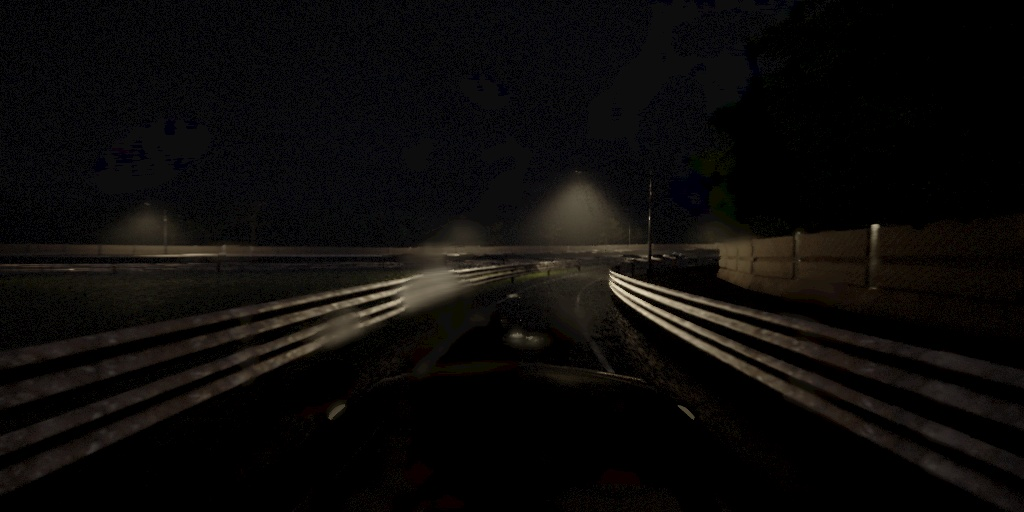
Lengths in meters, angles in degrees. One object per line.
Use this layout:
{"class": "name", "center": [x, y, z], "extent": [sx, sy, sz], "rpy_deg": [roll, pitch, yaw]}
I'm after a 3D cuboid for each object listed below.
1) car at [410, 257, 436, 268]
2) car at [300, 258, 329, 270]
{"class": "car", "center": [-15.785, 1.022, 63.383], "extent": [4.553, 1.767, 2.097], "rpy_deg": [-1, 2, -24]}
{"class": "car", "center": [-30.735, 1.114, 56.593], "extent": [4.553, 1.767, 2.097], "rpy_deg": [0, 2, -24]}
